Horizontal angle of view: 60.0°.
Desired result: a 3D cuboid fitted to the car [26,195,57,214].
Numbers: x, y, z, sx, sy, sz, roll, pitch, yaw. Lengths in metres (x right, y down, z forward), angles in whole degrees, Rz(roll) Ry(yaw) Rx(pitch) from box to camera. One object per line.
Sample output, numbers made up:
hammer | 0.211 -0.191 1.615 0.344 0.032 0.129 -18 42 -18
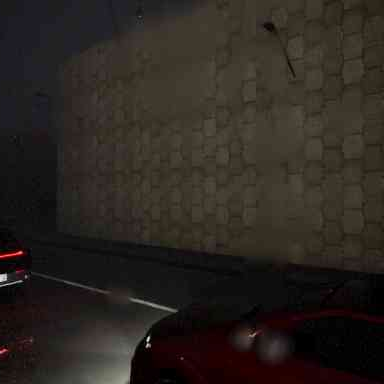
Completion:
car | -12.910 1.061 31.021 2.128 1.511 4.902 0 5 35

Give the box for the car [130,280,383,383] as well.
car | 1.412 1.564 2.984 4.181 1.385 1.994 0 0 36

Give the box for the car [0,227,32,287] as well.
car | -5.839 1.505 8.156 4.892 1.490 1.837 0 0 36
